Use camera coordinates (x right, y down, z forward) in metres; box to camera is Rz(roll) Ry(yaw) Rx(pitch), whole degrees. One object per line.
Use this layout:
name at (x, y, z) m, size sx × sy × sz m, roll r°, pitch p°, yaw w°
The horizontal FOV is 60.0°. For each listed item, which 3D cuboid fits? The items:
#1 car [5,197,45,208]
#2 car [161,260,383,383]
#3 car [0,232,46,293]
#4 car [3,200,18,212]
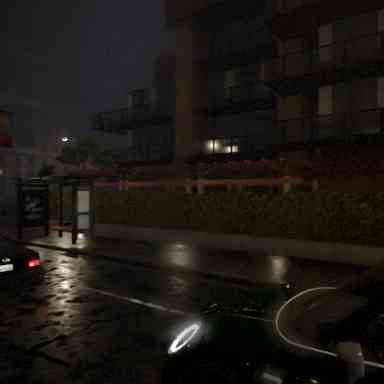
car at (-24.521, 1.473, 49.072) m, size 1.882 × 1.535 × 5.008 m, roll 0°, pitch 0°, yaw 35°
car at (1.914, 1.352, 2.639) m, size 4.553 × 1.767 × 2.097 m, roll 0°, pitch 0°, yaw 35°
car at (-5.701, 1.547, 8.018) m, size 5.357 × 1.411 × 2.033 m, roll 0°, pitch 0°, yaw 36°
car at (-18.418, 1.597, 37.372) m, size 1.895 × 1.301 × 4.718 m, roll 0°, pitch 0°, yaw 35°
